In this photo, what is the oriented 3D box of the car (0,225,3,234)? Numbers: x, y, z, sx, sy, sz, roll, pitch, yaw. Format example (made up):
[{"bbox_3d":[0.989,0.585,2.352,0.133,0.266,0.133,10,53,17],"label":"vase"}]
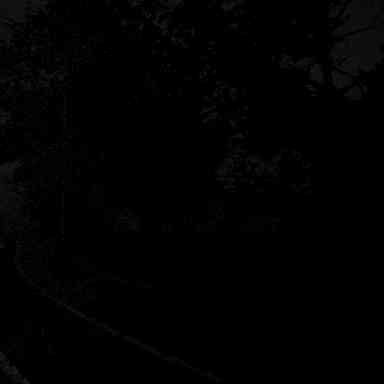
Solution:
[{"bbox_3d":[-24.800,4.573,41.496,1.994,1.385,4.181,1,-6,-27],"label":"car"}]
